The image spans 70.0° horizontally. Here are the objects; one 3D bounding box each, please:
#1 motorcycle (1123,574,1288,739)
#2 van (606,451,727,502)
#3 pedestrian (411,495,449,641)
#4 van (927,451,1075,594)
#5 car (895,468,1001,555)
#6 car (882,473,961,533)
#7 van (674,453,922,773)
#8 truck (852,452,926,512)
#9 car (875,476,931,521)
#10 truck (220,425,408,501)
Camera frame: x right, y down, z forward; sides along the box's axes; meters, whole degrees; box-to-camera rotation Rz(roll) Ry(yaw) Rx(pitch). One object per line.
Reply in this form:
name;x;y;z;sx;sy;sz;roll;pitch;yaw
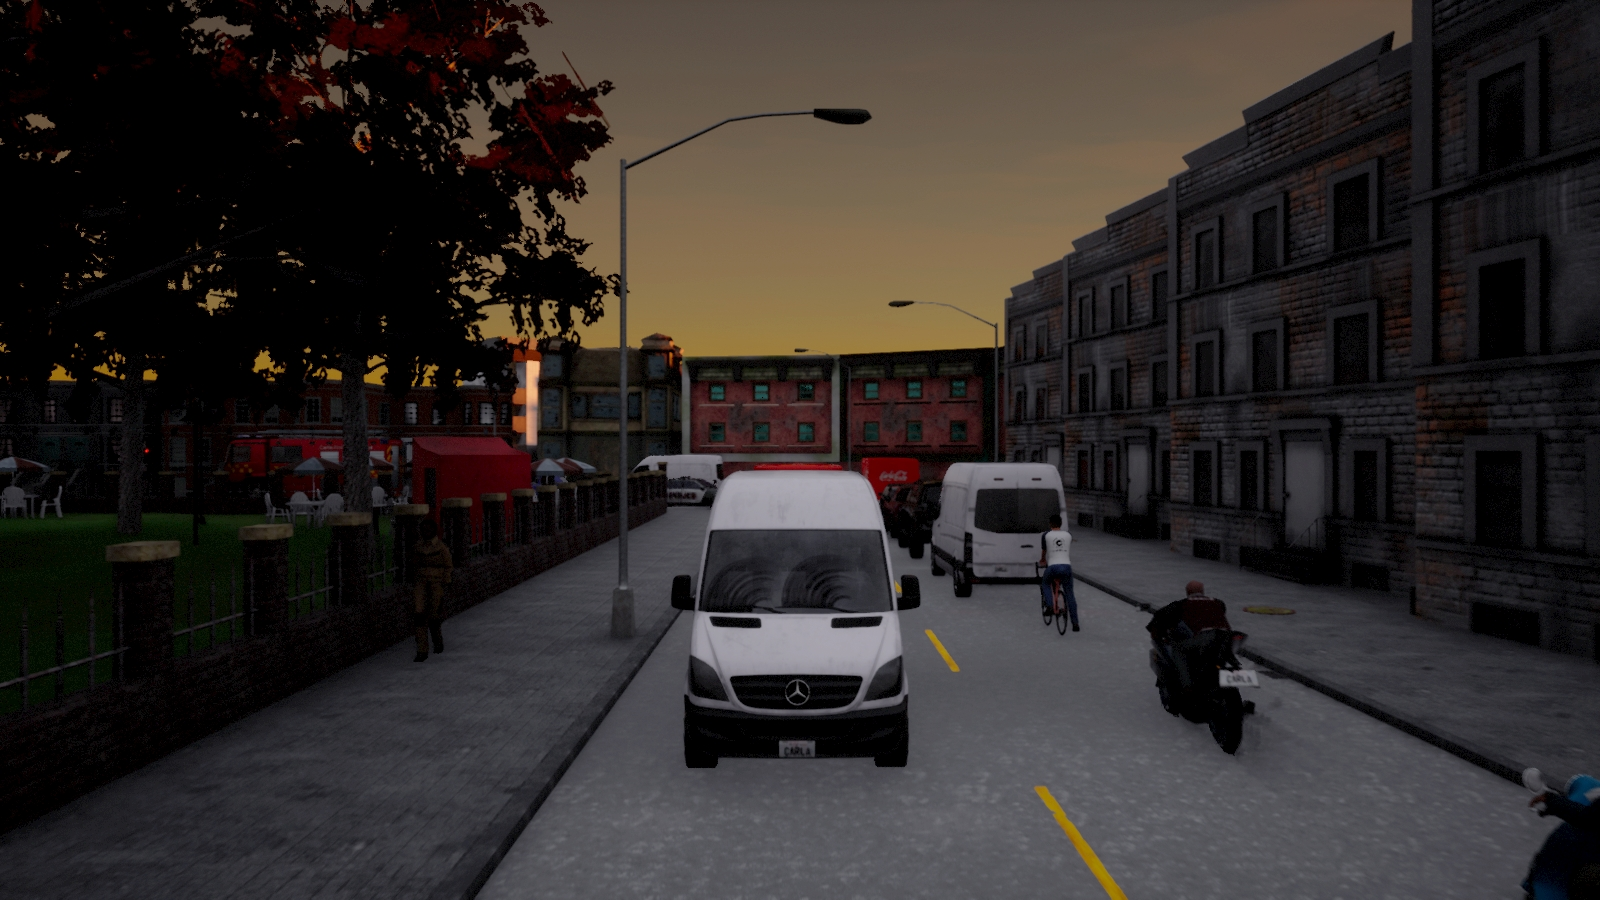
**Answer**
motorcycle;3.975;1.985;11.432;0.867;1.251;2.209;0;0;0
van;-6.855;1.313;58.919;5.915;2.561;1.988;0;0;10
pedestrian;-4.817;1.524;14.898;0.375;1.860;0.375;0;0;1
van;3.950;1.313;23.570;1.988;2.561;5.915;0;0;0
car;3.887;1.558;30.993;2.150;2.045;5.566;0;0;0
car;3.932;1.684;37.789;2.097;1.767;4.553;0;0;0
van;-0.033;1.314;12.144;1.988;2.561;5.915;0;0;0
truck;3.803;1.347;49.955;2.627;2.467;5.204;0;0;-2
car;3.877;1.804;43.587;1.789;1.549;3.705;0;0;0
truck;-25.005;0.668;59.027;8.468;3.827;2.891;0;0;-1
